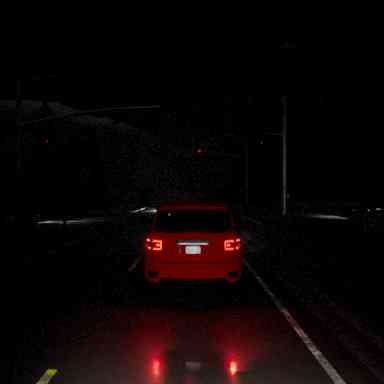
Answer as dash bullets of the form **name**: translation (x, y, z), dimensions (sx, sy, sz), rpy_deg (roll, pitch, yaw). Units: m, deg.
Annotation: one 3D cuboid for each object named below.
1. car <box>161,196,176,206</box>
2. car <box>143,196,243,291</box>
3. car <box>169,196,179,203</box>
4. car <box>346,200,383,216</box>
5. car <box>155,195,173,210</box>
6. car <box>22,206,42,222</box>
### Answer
- **car**: translation (-3.709, 1.491, 54.056), dimensions (2.128, 1.511, 4.902), rpy_deg (0, 0, 0)
- **car**: translation (0.038, 1.221, 9.165), dimensions (2.150, 2.045, 5.566), rpy_deg (0, 0, 0)
- **car**: translation (-3.663, 1.564, 68.714), dimensions (1.994, 1.385, 4.181), rpy_deg (0, 0, 0)
- **car**: translation (16.485, 1.520, 29.977), dimensions (4.892, 1.490, 1.837), rpy_deg (0, 0, -2)
- **car**: translation (-3.692, 1.352, 44.561), dimensions (2.097, 1.767, 4.553), rpy_deg (0, 0, 0)
- **car**: translation (-13.343, 1.545, 24.452), dimensions (4.181, 1.385, 1.994), rpy_deg (0, 0, -5)
